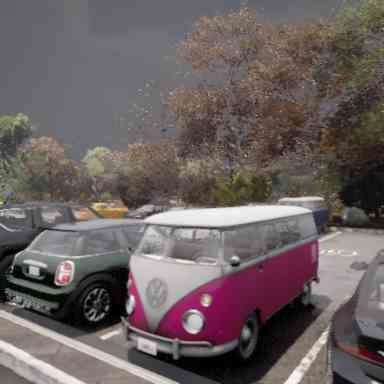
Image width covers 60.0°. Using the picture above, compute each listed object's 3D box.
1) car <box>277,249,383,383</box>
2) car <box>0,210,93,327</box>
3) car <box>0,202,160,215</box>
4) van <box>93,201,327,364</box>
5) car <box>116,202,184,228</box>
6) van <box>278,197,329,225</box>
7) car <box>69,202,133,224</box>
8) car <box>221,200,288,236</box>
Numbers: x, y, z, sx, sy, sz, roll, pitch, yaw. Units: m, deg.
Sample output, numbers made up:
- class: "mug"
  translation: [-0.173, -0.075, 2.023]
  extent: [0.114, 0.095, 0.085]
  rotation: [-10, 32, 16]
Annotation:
- class: "car"
  translation: [3.096, 1.467, 4.232]
  extent: [2.231, 1.521, 4.892]
  rotation: [0, 0, 36]
- class: "car"
  translation: [-1.484, 1.378, 7.469]
  extent: [2.185, 1.767, 4.553]
  rotation: [0, 0, 36]
- class: "car"
  translation: [-3.729, 1.274, 9.147]
  extent: [2.435, 2.045, 5.566]
  rotation: [-1, 0, 36]
- class: "van"
  translation: [0.748, 1.259, 5.772]
  extent: [1.878, 1.987, 4.442]
  rotation: [0, 0, 36]
- class: "car"
  translation: [-2.965, 1.608, 24.652]
  extent: [2.097, 1.535, 5.008]
  rotation: [-1, -1, 36]
- class: "van"
  translation: [6.156, 1.281, 18.267]
  extent: [1.878, 1.987, 4.442]
  rotation: [-1, 0, 36]
- class: "car"
  translation: [-7.499, 1.679, 27.884]
  extent: [2.097, 1.535, 5.008]
  rotation: [-1, -1, 36]
- class: "car"
  translation: [3.809, 1.403, 19.763]
  extent: [2.185, 1.767, 4.553]
  rotation: [-1, 0, 36]
